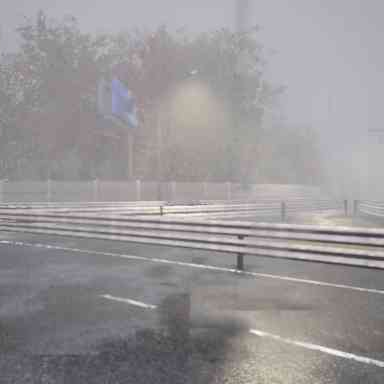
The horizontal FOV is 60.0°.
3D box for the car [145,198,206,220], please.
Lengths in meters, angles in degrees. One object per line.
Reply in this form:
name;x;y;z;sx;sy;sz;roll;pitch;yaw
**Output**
car;-1.223;1.288;24.906;4.553;1.767;2.097;0;0;-26
